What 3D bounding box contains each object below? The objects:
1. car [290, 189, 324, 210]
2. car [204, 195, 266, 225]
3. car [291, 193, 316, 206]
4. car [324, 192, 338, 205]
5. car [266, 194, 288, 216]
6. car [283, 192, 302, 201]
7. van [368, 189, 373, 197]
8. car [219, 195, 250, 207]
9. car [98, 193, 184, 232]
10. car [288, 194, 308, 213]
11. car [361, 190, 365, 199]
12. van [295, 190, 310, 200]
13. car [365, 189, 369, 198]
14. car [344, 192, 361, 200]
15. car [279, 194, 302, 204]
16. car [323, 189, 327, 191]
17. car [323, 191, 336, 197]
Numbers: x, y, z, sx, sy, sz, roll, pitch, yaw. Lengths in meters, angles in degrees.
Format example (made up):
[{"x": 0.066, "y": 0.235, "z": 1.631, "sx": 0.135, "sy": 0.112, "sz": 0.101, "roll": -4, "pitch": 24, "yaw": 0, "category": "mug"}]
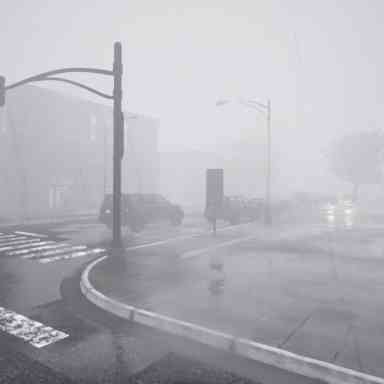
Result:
[{"x": 12.187, "y": 0.892, "z": 35.840, "sx": 2.192, "sy": 1.841, "sz": 5.009, "roll": 1, "pitch": 2, "yaw": 35, "category": "car"}, {"x": 2.719, "y": 1.093, "z": 22.169, "sx": 2.192, "sy": 1.841, "sz": 5.009, "roll": 1, "pitch": 2, "yaw": 35, "category": "car"}, {"x": 15.040, "y": 0.924, "z": 44.613, "sx": 1.882, "sy": 1.535, "sz": 5.008, "roll": 1, "pitch": 1, "yaw": 35, "category": "car"}, {"x": 18.495, "y": 1.008, "z": 44.959, "sx": 1.947, "sy": 1.339, "sz": 4.313, "roll": 1, "pitch": 2, "yaw": 35, "category": "car"}, {"x": 5.874, "y": 1.151, "z": 26.729, "sx": 1.967, "sy": 1.590, "sz": 4.097, "roll": 1, "pitch": 2, "yaw": 35, "category": "car"}, {"x": 17.813, "y": 0.759, "z": 58.692, "sx": 1.752, "sy": 1.417, "sz": 4.829, "roll": 1, "pitch": 2, "yaw": 35, "category": "car"}, {"x": 40.587, "y": 0.301, "z": 76.852, "sx": 1.690, "sy": 1.788, "sz": 3.998, "roll": 1, "pitch": 2, "yaw": 35, "category": "van"}, {"x": 5.287, "y": 1.069, "z": 40.606, "sx": 1.947, "sy": 1.339, "sz": 4.313, "roll": 1, "pitch": 2, "yaw": 35, "category": "car"}, {"x": -2.721, "y": 1.044, "z": 19.056, "sx": 2.150, "sy": 2.045, "sz": 5.566, "roll": 1, "pitch": 1, "yaw": 35, "category": "car"}, {"x": 9.029, "y": 1.195, "z": 31.289, "sx": 2.008, "sy": 1.369, "sz": 4.403, "roll": 1, "pitch": 2, "yaw": 35, "category": "car"}, {"x": 31.117, "y": 0.750, "z": 63.186, "sx": 1.802, "sy": 1.307, "sz": 4.206, "roll": 1, "pitch": 2, "yaw": 35, "category": "car"}, {"x": 21.067, "y": 0.504, "z": 63.384, "sx": 1.690, "sy": 1.788, "sz": 3.998, "roll": 1, "pitch": 2, "yaw": 35, "category": "van"}, {"x": 34.370, "y": 0.622, "z": 67.881, "sx": 1.752, "sy": 1.417, "sz": 4.829, "roll": 1, "pitch": 2, "yaw": 35, "category": "car"}, {"x": 27.962, "y": 0.788, "z": 58.628, "sx": 2.008, "sy": 1.369, "sz": 4.403, "roll": 1, "pitch": 2, "yaw": 35, "category": "car"}, {"x": 14.818, "y": 0.970, "z": 49.660, "sx": 1.895, "sy": 1.301, "sz": 4.718, "roll": 1, "pitch": 1, "yaw": 35, "category": "car"}, {"x": 27.378, "y": 0.464, "z": 72.500, "sx": 1.967, "sy": 1.590, "sz": 4.097, "roll": 1, "pitch": 2, "yaw": 35, "category": "car"}, {"x": 33.687, "y": 0.436, "z": 81.616, "sx": 2.008, "sy": 1.369, "sz": 4.403, "roll": 2, "pitch": 2, "yaw": 35, "category": "car"}]
